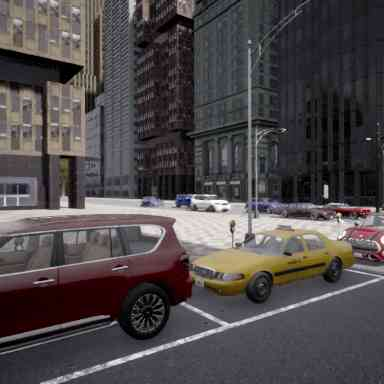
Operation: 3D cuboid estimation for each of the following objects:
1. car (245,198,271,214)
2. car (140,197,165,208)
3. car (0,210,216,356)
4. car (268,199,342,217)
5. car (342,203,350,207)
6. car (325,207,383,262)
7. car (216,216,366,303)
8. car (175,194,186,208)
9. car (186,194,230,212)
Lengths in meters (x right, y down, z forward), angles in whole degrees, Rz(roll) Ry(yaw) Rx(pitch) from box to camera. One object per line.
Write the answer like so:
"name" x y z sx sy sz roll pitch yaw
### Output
"car" 7.971 1.425 36.328 2.097 1.767 4.553 0 0 -36
"car" -5.988 1.496 50.275 2.097 1.767 4.553 0 0 -35
"car" -2.309 1.315 5.008 5.009 1.841 2.192 0 0 -36
"car" 9.538 1.613 28.553 2.033 1.411 5.357 0 0 -36
"car" 13.106 1.648 29.154 1.895 1.301 4.718 0 0 -36
"car" 6.795 1.439 11.540 4.097 1.590 1.967 0 0 -36
"car" 2.105 1.525 8.174 4.829 1.417 1.752 0 0 -36
"car" -0.267 1.339 47.830 2.150 2.045 5.566 0 0 -36
"car" 2.052 1.325 39.001 2.150 2.045 5.566 0 0 -35
